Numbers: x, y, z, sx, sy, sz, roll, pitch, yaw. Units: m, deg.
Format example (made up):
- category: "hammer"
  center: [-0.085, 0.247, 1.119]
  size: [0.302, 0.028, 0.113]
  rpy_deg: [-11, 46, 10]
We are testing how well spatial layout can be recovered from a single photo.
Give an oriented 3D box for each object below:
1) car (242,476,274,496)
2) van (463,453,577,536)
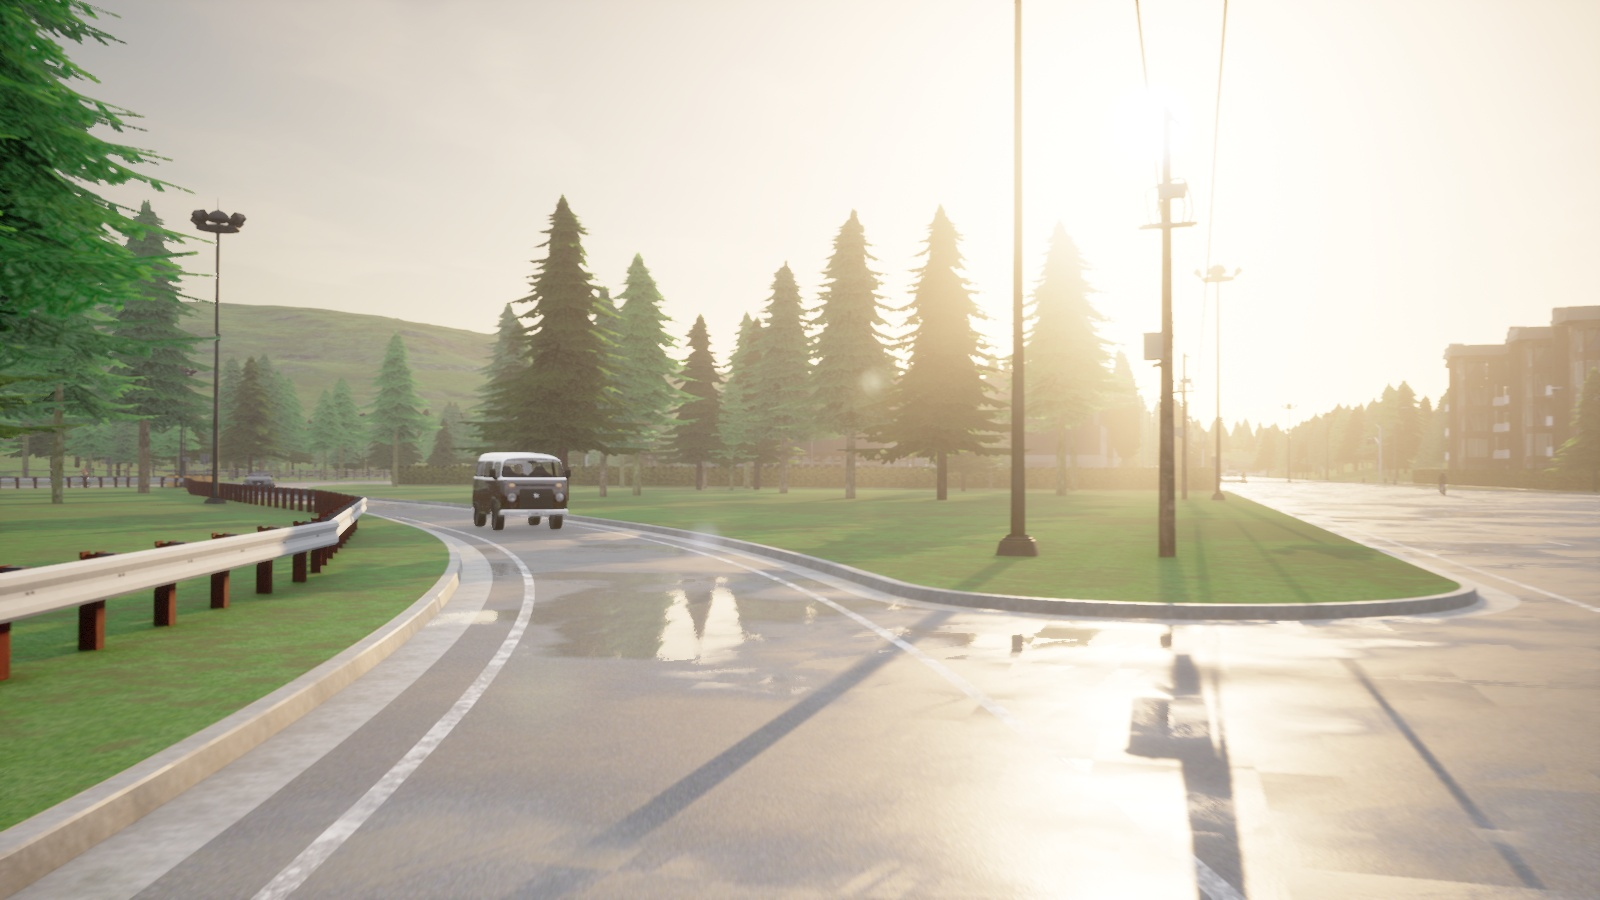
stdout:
- category: "car"
  center: [-38.987, 2.584, 90.372]
  size: [1.994, 1.385, 4.181]
  rpy_deg: [0, -1, -21]
- category: "van"
  center: [-7.522, 1.137, 33.422]
  size: [2.069, 2.038, 4.480]
  rpy_deg: [0, -1, -25]
